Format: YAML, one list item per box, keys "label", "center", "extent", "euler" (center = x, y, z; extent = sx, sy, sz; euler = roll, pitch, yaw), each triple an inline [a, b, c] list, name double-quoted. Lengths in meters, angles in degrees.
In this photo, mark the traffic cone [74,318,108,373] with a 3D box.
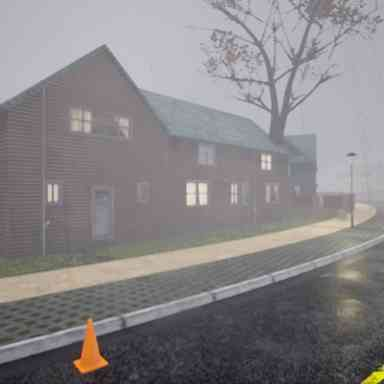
- label: "traffic cone"
  center: [-1.317, 1.939, 4.316]
  extent: [0.340, 0.580, 0.340]
  euler: [-1, 1, -38]
